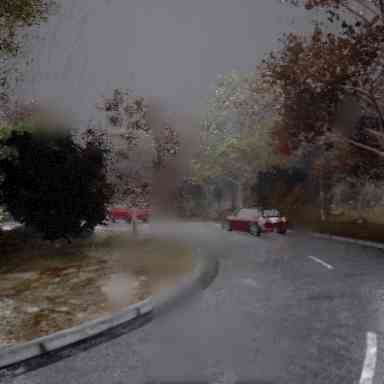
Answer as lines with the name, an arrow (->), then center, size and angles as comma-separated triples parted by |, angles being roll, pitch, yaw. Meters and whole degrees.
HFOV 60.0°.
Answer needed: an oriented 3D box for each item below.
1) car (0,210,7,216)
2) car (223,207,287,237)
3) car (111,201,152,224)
car -> -33.260, 3.578, 56.552 | 4.674, 1.442, 1.812 | -6, -5, 36
car -> 3.762, 1.708, 20.797 | 2.097, 1.767, 4.553 | 0, -1, -25
car -> -6.049, 1.934, 32.272 | 2.150, 2.045, 5.566 | 0, -1, -38
